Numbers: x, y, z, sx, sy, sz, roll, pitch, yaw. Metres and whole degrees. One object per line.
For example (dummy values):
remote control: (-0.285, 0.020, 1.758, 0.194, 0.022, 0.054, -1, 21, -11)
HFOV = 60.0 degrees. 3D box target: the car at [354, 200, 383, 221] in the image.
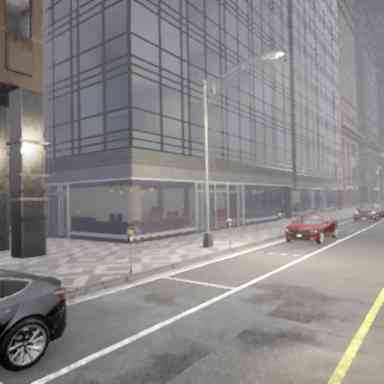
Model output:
car: (16.397, 1.833, 30.971, 1.967, 1.590, 4.097, -2, -2, 37)

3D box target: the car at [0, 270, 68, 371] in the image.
car: (-3.643, 1.736, 3.985, 1.947, 1.339, 4.313, -2, -2, 37)

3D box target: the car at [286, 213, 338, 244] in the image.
car: (6.378, 1.826, 17.477, 1.887, 1.381, 4.507, -2, -2, 37)
